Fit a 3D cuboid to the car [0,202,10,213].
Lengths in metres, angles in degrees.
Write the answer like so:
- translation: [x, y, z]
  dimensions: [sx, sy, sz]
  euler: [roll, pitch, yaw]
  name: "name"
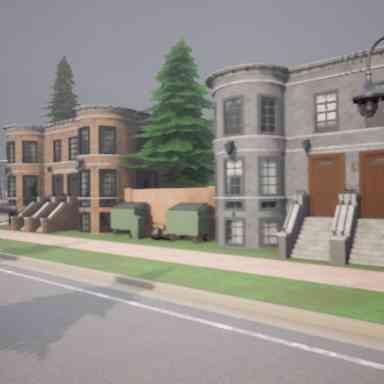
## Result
- translation: [-23.692, 2.055, 41.424]
  dimensions: [1.837, 1.490, 4.892]
  euler: [-1, 0, 34]
  name: "car"
